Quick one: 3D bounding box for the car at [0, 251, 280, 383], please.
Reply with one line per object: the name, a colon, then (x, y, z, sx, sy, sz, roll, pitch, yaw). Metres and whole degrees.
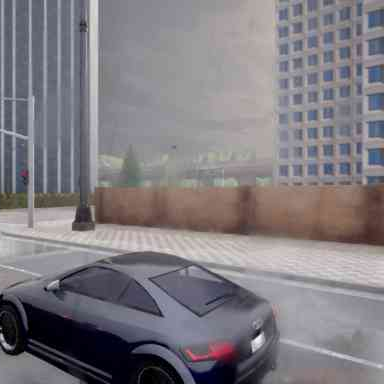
car: (-0.946, 1.564, 4.677, 4.181, 1.385, 1.994, 0, 0, 35)
